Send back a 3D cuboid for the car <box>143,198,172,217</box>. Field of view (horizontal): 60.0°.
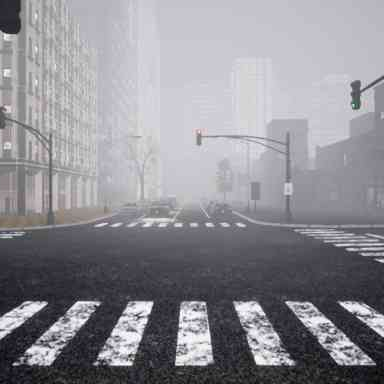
[{"bbox_3d":[-3.135,1.573,30.997,1.994,1.385,4.181,0,0,-2],"label":"car"}]

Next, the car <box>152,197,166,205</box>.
[{"bbox_3d":[-5.722,1.594,58.520,1.947,1.339,4.313,0,0,0],"label":"car"}]

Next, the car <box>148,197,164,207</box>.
[{"bbox_3d":[-5.718,1.574,52.980,2.008,1.369,4.403,0,0,0],"label":"car"}]

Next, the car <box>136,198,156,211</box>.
[{"bbox_3d":[-5.713,1.541,41.728,1.752,1.417,4.829,0,0,0],"label":"car"}]

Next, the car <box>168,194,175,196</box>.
[{"bbox_3d":[-3.117,1.500,50.943,1.882,1.535,5.008,0,0,0],"label":"car"}]

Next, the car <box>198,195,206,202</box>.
[{"bbox_3d":[2.649,1.600,75.148,2.008,1.369,4.403,0,0,0],"label":"car"}]

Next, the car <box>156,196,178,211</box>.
[{"bbox_3d":[-3.120,1.579,40.960,1.994,1.385,4.181,0,0,0],"label":"car"}]

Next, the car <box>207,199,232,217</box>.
[{"bbox_3d":[2.675,1.554,30.821,1.887,1.381,4.507,0,0,0],"label":"car"}]

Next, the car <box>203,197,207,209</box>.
[{"bbox_3d":[2.668,1.598,41.903,1.802,1.307,4.206,0,0,0],"label":"car"}]

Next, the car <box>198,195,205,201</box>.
[{"bbox_3d":[2.639,1.639,91.771,1.947,1.339,4.313,0,0,0],"label":"car"}]

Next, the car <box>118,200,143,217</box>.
[{"bbox_3d":[-5.707,1.591,30.816,1.802,1.307,4.206,0,0,0],"label":"car"}]

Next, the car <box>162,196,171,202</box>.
[{"bbox_3d":[-5.732,1.631,75.143,1.802,1.307,4.206,0,0,0],"label":"car"}]

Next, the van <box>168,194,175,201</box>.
[{"bbox_3d":[-5.741,1.414,91.766,1.690,1.788,3.998,0,0,0],"label":"van"}]

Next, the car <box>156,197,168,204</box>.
[{"bbox_3d":[-5.726,1.600,64.062,1.947,1.339,4.313,0,0,0],"label":"car"}]
